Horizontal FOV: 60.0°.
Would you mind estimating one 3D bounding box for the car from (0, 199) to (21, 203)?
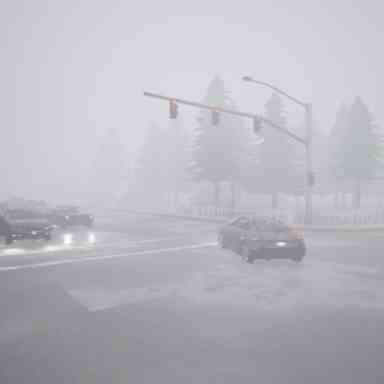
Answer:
[{"bbox_3d":[-13.846,1.506,23.667,1.837,1.490,4.892,0,0,-37],"label":"car"}]

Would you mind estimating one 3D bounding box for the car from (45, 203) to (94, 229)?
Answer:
[{"bbox_3d":[-8.079,1.604,21.821,1.895,1.301,4.718,0,0,-37],"label":"car"}]

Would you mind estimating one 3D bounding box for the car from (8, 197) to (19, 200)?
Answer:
[{"bbox_3d":[-19.592,1.355,37.165,2.097,1.767,4.553,0,0,-36],"label":"car"}]

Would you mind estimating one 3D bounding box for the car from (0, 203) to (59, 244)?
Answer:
[{"bbox_3d":[-8.190,1.506,16.140,1.837,1.490,4.892,0,0,-37],"label":"car"}]

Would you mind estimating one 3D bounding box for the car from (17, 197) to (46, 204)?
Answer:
[{"bbox_3d":[-13.544,1.495,29.092,2.128,1.511,4.902,0,0,-37],"label":"car"}]

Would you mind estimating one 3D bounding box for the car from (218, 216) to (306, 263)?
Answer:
[{"bbox_3d":[2.346,1.569,12.178,1.994,1.385,4.181,0,0,-11],"label":"car"}]
